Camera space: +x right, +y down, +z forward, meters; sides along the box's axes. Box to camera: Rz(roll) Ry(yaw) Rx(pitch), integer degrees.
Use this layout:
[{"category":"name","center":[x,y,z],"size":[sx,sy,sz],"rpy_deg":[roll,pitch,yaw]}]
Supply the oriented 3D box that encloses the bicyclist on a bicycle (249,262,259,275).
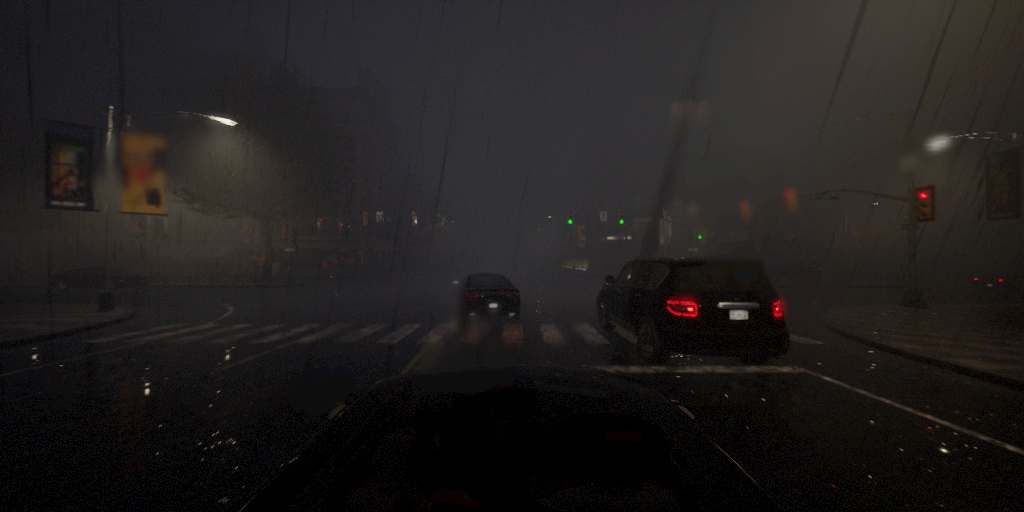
[{"category":"bicyclist on a bicycle","center":[-30.945,1.508,42.951],"size":[0.582,1.620,1.656],"rpy_deg":[0,0,0]}]

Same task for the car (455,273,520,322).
[{"category":"car","center":[-1.021,1.354,13.109],"size":[1.882,1.535,5.008],"rpy_deg":[0,-1,-11]}]

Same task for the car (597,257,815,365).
[{"category":"car","center":[3.601,1.047,8.370],"size":[2.150,2.045,5.566],"rpy_deg":[0,0,0]}]

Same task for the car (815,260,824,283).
[{"category":"car","center":[23.881,1.299,31.323],"size":[5.566,2.045,2.150],"rpy_deg":[0,-1,2]}]

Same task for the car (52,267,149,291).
[{"category":"car","center":[-26.790,1.469,23.442],"size":[5.008,1.535,1.882],"rpy_deg":[0,-1,0]}]

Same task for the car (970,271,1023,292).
[{"category":"car","center":[32.977,1.587,23.090],"size":[4.718,1.301,1.895],"rpy_deg":[0,-1,0]}]

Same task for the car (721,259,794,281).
[{"category":"car","center":[23.718,1.338,34.835],"size":[5.566,2.045,2.150],"rpy_deg":[0,-1,1]}]
